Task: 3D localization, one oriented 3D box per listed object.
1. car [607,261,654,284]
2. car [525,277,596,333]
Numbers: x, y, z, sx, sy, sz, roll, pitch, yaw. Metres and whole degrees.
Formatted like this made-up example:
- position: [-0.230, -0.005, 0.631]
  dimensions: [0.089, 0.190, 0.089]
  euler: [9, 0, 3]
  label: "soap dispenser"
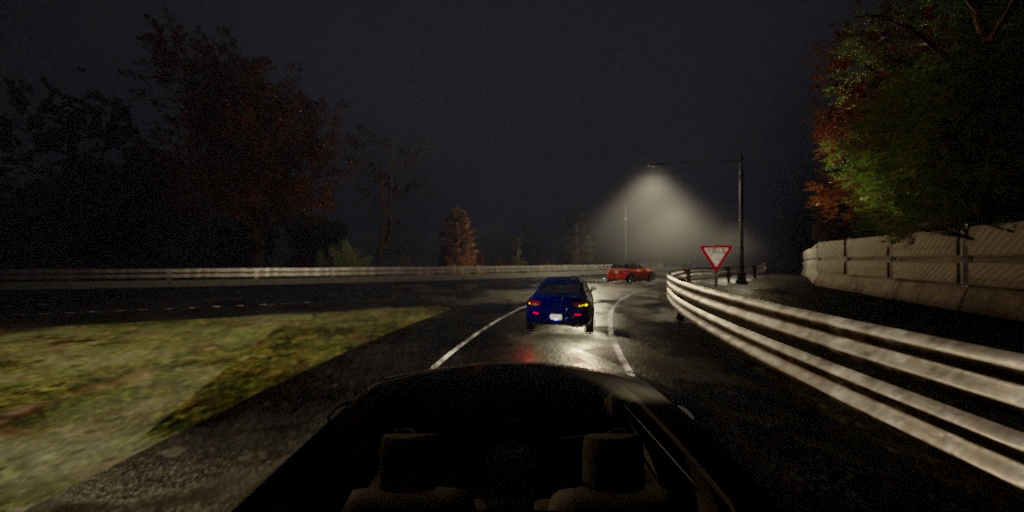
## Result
- position: [10.166, 1.361, 30.590]
  dimensions: [4.553, 1.767, 2.097]
  euler: [1, -1, -39]
  label: "car"
- position: [1.600, 1.356, 11.075]
  dimensions: [1.812, 1.442, 4.674]
  euler: [0, 0, 13]
  label: "car"
